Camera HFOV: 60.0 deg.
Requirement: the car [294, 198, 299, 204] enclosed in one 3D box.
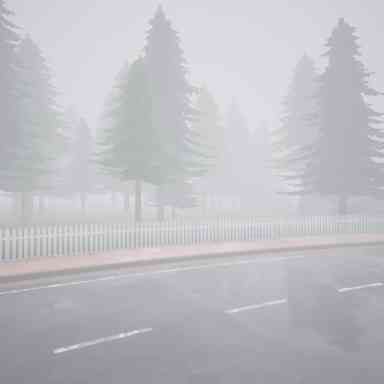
[{"bbox_3d":[20.502,1.281,60.646,2.150,2.045,5.566,0,0,-3],"label":"car"}]
